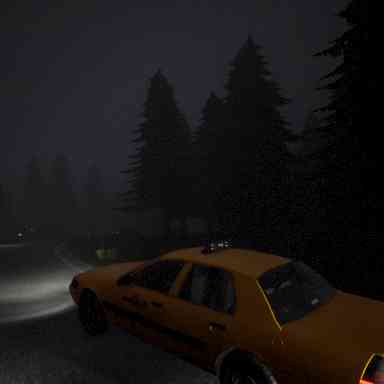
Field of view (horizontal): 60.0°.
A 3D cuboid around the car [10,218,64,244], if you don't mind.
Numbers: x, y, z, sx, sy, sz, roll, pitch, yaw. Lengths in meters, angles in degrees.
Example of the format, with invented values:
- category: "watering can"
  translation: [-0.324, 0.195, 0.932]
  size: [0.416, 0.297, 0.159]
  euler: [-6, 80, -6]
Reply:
- category: "car"
  translation: [-12.758, 3.222, 28.082]
  size: [2.150, 2.045, 5.566]
  euler: [-4, -7, 7]

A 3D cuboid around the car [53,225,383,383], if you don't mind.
- category: "car"
  translation: [0.144, 1.441, 4.732]
  size: [5.366, 1.575, 1.801]
  euler: [0, 1, 43]

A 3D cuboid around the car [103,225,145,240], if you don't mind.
- category: "car"
  translation: [-7.442, 4.510, 36.948]
  size: [2.033, 1.411, 5.357]
  euler: [-4, -8, 20]

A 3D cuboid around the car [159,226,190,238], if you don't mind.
- category: "car"
  translation: [-2.327, 5.543, 46.258]
  size: [1.882, 1.535, 5.008]
  euler: [-5, -8, 30]
